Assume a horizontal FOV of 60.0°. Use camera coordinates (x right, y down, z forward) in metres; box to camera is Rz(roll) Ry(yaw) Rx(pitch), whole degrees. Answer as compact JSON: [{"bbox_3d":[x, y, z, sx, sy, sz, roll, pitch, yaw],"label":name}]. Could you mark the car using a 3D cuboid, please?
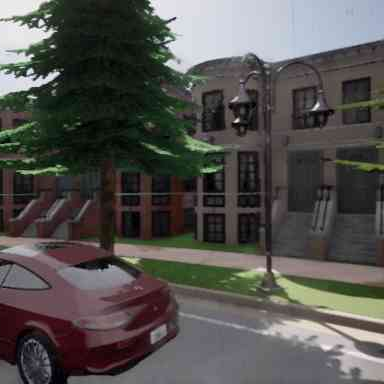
[{"bbox_3d":[-2.389,1.514,5.067,4.674,1.442,1.812,0,0,30],"label":"car"}]
